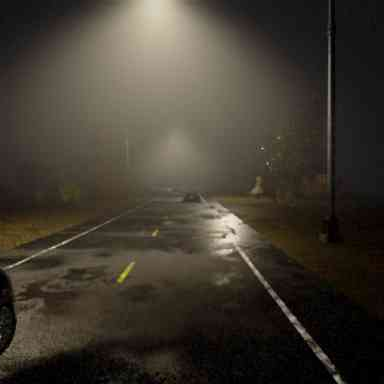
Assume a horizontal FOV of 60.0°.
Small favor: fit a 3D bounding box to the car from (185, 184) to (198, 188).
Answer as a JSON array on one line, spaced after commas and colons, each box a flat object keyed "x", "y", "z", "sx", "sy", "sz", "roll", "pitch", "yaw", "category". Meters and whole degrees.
[{"x": -0.152, "y": -0.391, "z": 60.364, "sx": 2.150, "sy": 2.045, "sz": 5.566, "roll": 0, "pitch": 2, "yaw": 0, "category": "car"}]

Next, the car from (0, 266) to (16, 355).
[{"x": -3.603, "y": 1.351, "z": 2.909, "sx": 2.097, "sy": 1.767, "sz": 4.553, "roll": 0, "pitch": 0, "yaw": 0, "category": "car"}]

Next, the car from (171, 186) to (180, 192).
[{"x": -3.891, "y": -0.657, "z": 79.359, "sx": 2.033, "sy": 1.411, "sz": 5.357, "roll": 0, "pitch": 2, "yaw": -1, "category": "car"}]

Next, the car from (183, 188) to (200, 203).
[{"x": -0.065, "y": 0.543, "z": 41.608, "sx": 1.994, "sy": 1.385, "sz": 4.181, "roll": 0, "pitch": 2, "yaw": 0, "category": "car"}]
